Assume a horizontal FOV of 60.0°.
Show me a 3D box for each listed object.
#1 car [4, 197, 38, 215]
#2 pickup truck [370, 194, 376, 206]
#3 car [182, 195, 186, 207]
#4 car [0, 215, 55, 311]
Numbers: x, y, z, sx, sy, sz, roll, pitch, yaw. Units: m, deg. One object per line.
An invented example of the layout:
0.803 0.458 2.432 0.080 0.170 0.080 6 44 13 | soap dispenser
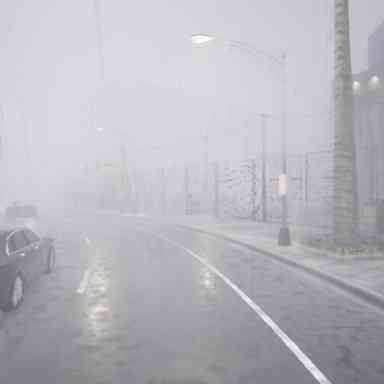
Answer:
-14.410 1.502 28.116 1.882 1.535 5.008 0 0 -35 | car
14.994 0.941 24.488 6.274 2.098 2.390 0 0 -36 | pickup truck
-0.972 1.153 47.036 2.185 1.767 4.553 0 0 -36 | car
-4.488 1.515 7.566 1.837 1.490 4.892 0 0 -11 | car
